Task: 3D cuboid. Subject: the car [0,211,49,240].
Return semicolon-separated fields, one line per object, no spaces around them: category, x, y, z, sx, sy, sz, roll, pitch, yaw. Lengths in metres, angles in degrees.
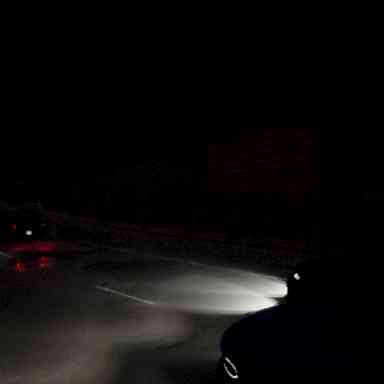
car;-9.262;1.647;17.471;1.895;1.301;4.718;0;0;-42

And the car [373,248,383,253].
car;3.818;1.587;5.717;4.181;1.385;1.994;0;0;35

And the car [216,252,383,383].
car;2.530;1.488;2.321;5.008;1.535;1.882;0;0;35
